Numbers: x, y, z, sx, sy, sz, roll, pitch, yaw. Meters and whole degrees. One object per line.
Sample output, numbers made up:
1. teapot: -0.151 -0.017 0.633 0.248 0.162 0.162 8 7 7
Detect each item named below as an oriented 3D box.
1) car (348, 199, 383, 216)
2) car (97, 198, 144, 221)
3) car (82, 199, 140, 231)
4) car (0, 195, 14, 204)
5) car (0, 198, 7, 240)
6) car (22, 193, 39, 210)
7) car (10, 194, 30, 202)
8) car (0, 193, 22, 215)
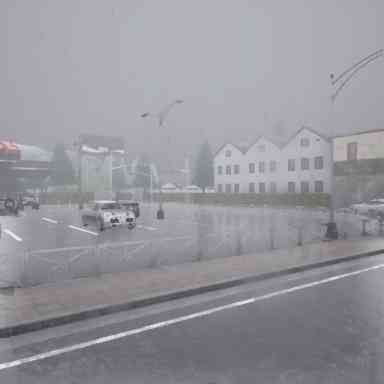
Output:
1. car: 15.805 1.349 28.483 1.812 1.442 4.674 0 0 -36
2. car: -5.742 1.313 26.231 2.007 1.523 4.514 0 0 -36
3. car: -4.629 1.248 18.365 1.970 1.475 3.806 0 0 -36
4. car: -38.404 1.495 66.658 4.611 1.667 2.242 0 0 -36
5. car: -9.665 1.169 14.375 2.152 1.636 5.027 0 0 -36
6. car: -19.101 1.092 38.662 1.905 1.878 3.866 0 0 -36
7. car: -38.162 1.328 73.786 3.866 1.878 1.905 0 0 -36
8. car: -17.207 1.113 30.348 1.932 1.855 4.605 0 0 -36
